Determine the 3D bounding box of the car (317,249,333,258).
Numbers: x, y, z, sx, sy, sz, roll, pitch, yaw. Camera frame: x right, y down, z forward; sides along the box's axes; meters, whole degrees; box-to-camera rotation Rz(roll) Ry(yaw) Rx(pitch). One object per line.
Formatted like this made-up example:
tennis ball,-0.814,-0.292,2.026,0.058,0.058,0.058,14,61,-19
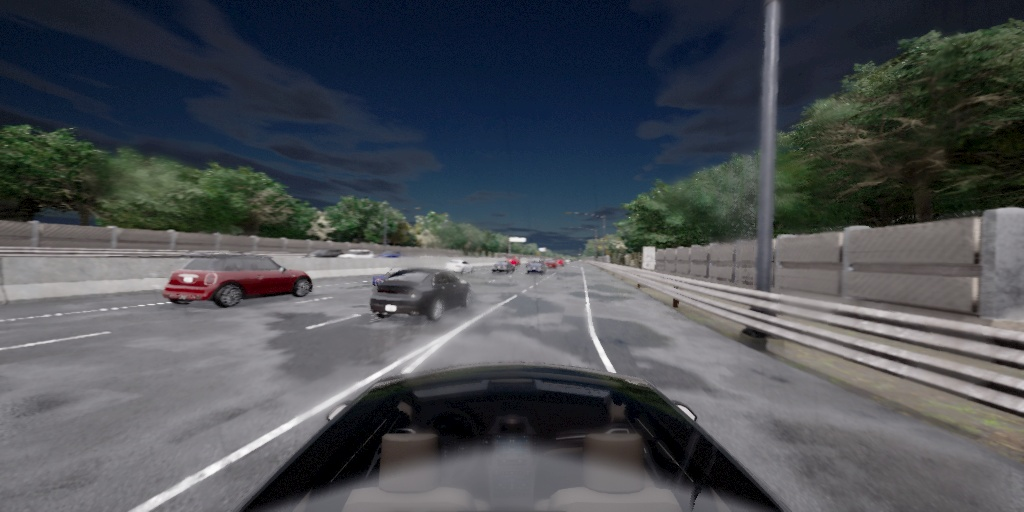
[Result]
car,-24.518,0.080,47.111,2.150,2.045,5.566,2,0,11

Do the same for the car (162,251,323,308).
car,-9.625,0.758,13.177,2.097,1.767,4.553,2,0,11

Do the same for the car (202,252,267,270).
car,-24.028,0.451,31.284,1.994,1.385,4.181,2,0,11

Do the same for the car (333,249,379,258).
car,-20.774,0.215,48.015,2.150,2.045,5.566,2,0,12

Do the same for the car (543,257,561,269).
car,6.957,1.463,62.806,1.882,1.535,5.008,2,0,11

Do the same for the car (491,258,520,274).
car,-0.896,1.253,40.077,2.033,1.411,5.357,2,0,11

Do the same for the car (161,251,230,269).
car,-27.563,0.326,31.407,1.994,1.385,4.181,2,0,11

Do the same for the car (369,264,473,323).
car,-2.754,1.156,11.894,1.837,1.490,4.892,2,0,11

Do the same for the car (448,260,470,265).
car,-5.287,1.077,35.739,1.812,1.442,4.674,2,0,11

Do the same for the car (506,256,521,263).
car,0.107,0.962,64.182,2.150,2.045,5.566,2,0,11

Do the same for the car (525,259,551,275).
car,2.855,1.386,41.082,2.033,1.411,5.357,2,0,11
